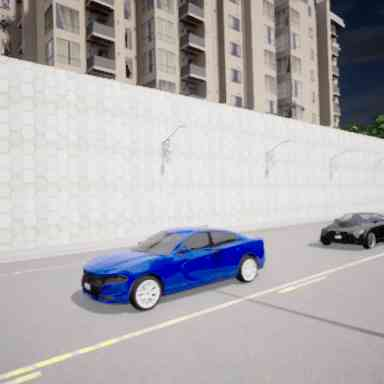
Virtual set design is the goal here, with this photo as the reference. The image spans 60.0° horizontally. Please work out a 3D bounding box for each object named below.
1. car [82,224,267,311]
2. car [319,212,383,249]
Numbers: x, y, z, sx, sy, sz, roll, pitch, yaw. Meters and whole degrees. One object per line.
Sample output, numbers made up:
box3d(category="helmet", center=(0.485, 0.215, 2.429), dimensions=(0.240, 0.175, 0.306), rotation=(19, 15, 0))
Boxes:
box3d(category="car", center=(-0.218, 1.635, 8.422), dimensions=(5.008, 1.535, 1.882), rotation=(-1, -1, -39))
box3d(category="car", center=(7.437, 1.601, 14.703), dimensions=(4.181, 1.385, 1.994), rotation=(-1, -1, -39))
